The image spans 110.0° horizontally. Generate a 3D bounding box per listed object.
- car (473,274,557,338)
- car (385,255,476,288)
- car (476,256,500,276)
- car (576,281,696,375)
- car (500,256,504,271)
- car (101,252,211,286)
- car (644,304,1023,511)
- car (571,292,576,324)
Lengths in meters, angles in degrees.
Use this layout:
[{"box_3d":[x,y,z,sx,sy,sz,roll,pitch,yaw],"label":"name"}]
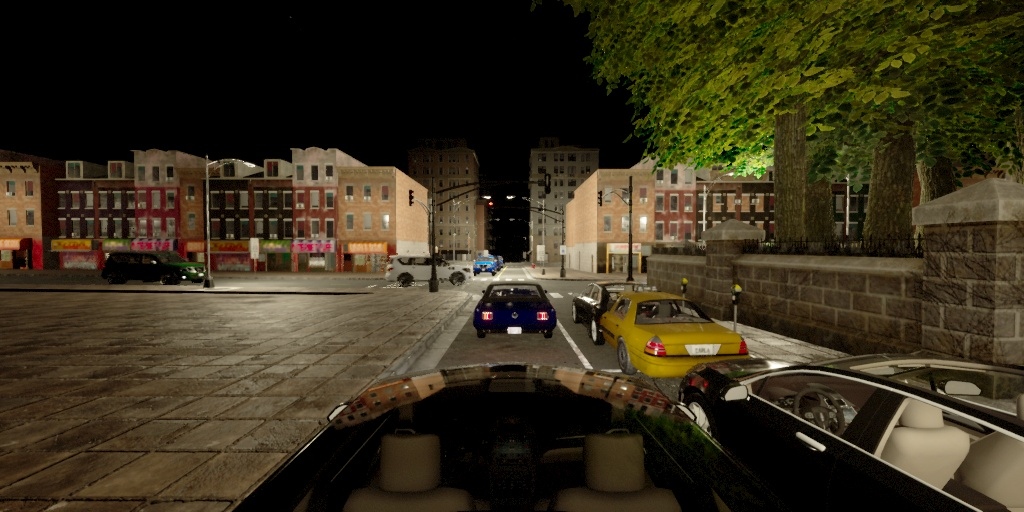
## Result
[{"box_3d":[0.075,1.349,10.109,1.895,1.301,4.718,0,0,0],"label":"car"},{"box_3d":[-5.513,0.954,23.856,5.566,2.045,2.150,0,2,-16],"label":"car"},{"box_3d":[-2.749,0.981,37.284,2.150,2.045,5.566,0,0,0],"label":"car"},{"box_3d":[2.686,1.274,7.330,1.751,1.417,4.829,0,0,0],"label":"car"},{"box_3d":[-2.652,0.993,47.895,2.150,2.045,5.566,0,0,1],"label":"car"},{"box_3d":[-22.514,0.808,22.778,5.566,2.045,2.150,1,1,0],"label":"car"},{"box_3d":[2.637,1.300,2.169,2.007,1.370,4.403,0,0,0],"label":"car"},{"box_3d":[2.661,1.299,9.304,2.007,1.370,4.403,0,0,0],"label":"car"}]
